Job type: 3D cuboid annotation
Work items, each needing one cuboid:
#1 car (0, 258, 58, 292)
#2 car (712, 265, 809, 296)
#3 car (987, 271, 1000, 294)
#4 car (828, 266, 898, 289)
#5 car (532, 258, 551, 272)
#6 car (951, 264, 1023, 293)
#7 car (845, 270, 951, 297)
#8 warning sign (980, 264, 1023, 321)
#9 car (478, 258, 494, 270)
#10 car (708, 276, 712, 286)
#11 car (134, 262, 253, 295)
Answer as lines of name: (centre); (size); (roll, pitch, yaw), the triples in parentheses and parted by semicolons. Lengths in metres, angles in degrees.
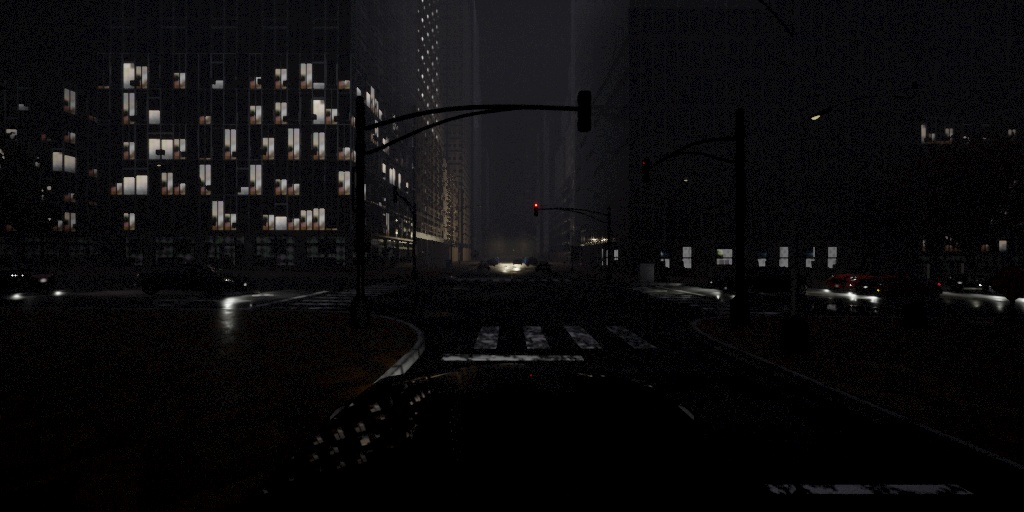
car: (-24.157, 0.823, 16.496); (4.902, 1.511, 2.128); (1, 0, -3)
car: (15.151, 1.399, 21.751); (4.553, 1.767, 2.097); (1, 0, -3)
car: (34.036, 1.933, 22.614); (5.357, 1.411, 2.033); (1, 0, -3)
car: (25.241, 1.579, 25.465); (4.553, 1.767, 2.097); (1, 0, -3)
car: (3.950, 1.329, 46.198); (1.948, 1.339, 4.313); (0, 0, 0)
car: (34.985, 1.623, 25.905); (5.566, 2.045, 2.150); (1, 0, -2)
car: (23.737, 1.765, 22.147); (4.181, 1.385, 1.994); (1, 0, -3)
warning sign: (17.281, 1.204, 12.389); (1.060, 1.860, 1.300); (0, 0, -3)
car: (-4.000, 1.342, 51.695); (1.802, 1.307, 4.207); (0, 0, 0)
car: (16.199, 1.591, 25.052); (4.674, 1.442, 1.812); (1, 0, -3)
car: (-14.942, 1.026, 16.919); (4.674, 1.442, 1.812); (1, 0, -1)
